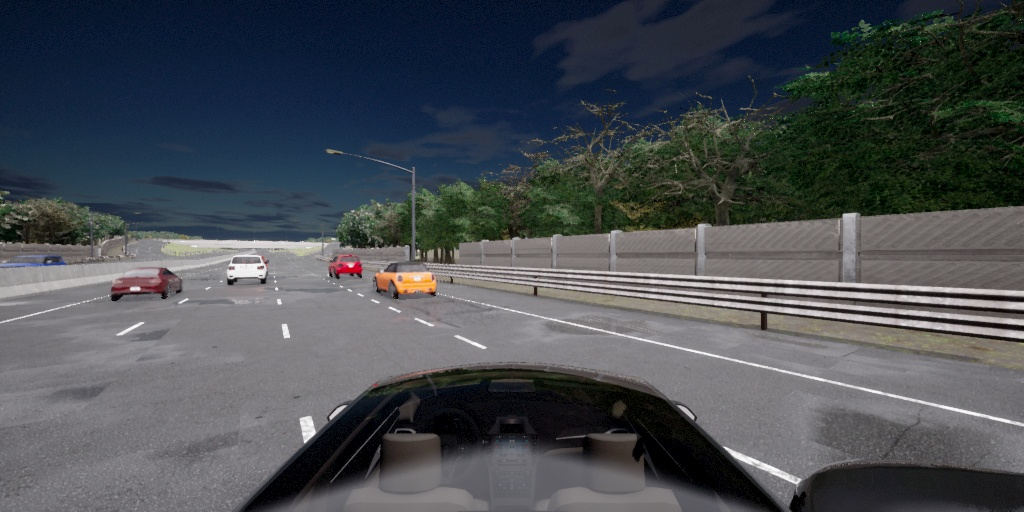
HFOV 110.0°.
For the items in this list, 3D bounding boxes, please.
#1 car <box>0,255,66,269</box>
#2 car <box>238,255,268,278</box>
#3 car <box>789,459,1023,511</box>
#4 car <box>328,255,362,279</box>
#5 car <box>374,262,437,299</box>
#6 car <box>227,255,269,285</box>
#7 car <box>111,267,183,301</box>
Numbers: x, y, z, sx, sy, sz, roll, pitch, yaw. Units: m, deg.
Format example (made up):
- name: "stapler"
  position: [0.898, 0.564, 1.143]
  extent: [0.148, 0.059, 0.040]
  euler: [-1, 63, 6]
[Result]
- name: "car"
  position: [-37.771, 0.940, 28.310]
  extent: [2.150, 2.045, 5.566]
  euler: [0, 0, -34]
- name: "car"
  position: [-25.291, 0.945, 35.199]
  extent: [2.150, 2.045, 5.566]
  euler: [0, 0, -34]
- name: "car"
  position: [2.984, 1.315, 0.521]
  extent: [4.181, 1.385, 1.994]
  euler: [0, 0, 34]
- name: "car"
  position: [-15.314, 0.954, 32.877]
  extent: [2.150, 2.045, 5.566]
  euler: [0, 0, -35]
- name: "car"
  position: [-5.612, 1.098, 18.478]
  extent: [2.097, 1.767, 4.553]
  euler: [0, 0, -34]
- name: "car"
  position: [-19.289, 0.956, 26.244]
  extent: [2.150, 2.045, 5.566]
  euler: [0, 0, -34]
- name: "car"
  position: [-17.529, 1.268, 17.360]
  extent: [1.812, 1.442, 4.674]
  euler: [0, 0, -34]
